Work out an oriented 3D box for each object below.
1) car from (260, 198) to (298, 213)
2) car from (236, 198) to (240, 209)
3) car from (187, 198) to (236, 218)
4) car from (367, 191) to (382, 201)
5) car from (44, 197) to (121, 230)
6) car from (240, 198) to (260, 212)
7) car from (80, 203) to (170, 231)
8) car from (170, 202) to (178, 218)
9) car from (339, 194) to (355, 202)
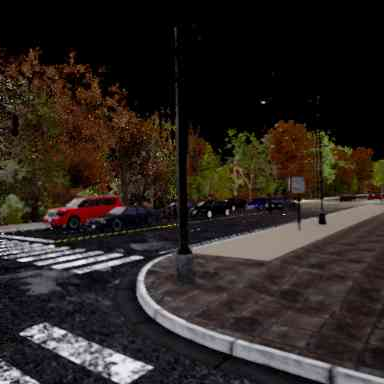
[{"bbox_3d":[9.201,1.325,33.641,2.033,1.411,5.357,-2,0,37],"label":"car"},{"bbox_3d":[4.806,1.441,38.933,1.837,1.490,4.892,-2,-1,37],"label":"car"},{"bbox_3d":[1.607,1.458,29.218,1.837,1.490,4.892,-2,-1,37],"label":"car"},{"bbox_3d":[33.610,0.660,60.975,2.097,1.767,4.553,-2,-1,37],"label":"car"},{"bbox_3d":[-7.193,1.370,22.853,2.150,2.045,5.566,-2,-1,37],"label":"car"},{"bbox_3d":[7.527,1.374,37.154,1.812,1.442,4.674,-2,-1,37],"label":"car"},{"bbox_3d":[-4.158,1.603,21.475,2.033,1.411,5.357,-2,-1,37],"label":"car"},{"bbox_3d":[-1.060,1.587,31.067,2.033,1.411,5.357,-2,-1,37],"label":"car"},{"bbox_3d":[26.620,1.015,57.010,2.033,1.411,5.357,-2,-1,36],"label":"car"}]
